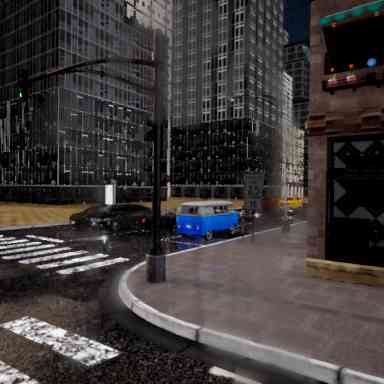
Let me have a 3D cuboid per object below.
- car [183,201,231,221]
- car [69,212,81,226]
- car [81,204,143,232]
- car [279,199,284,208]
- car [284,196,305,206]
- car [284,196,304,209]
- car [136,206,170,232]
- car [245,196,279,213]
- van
[{"bbox_3d":[1.301,1.487,27.502,1.994,1.385,4.181,1,1,35],"label":"car"},{"bbox_3d":[-5.909,1.467,21.851,1.947,1.339,4.313,1,1,36],"label":"car"},{"bbox_3d":[-3.971,1.466,20.102,1.812,1.442,4.674,1,1,37],"label":"car"},{"bbox_3d":[10.165,1.293,44.363,1.967,1.590,4.097,1,1,36],"label":"car"},{"bbox_3d":[16.495,1.363,53.232,1.752,1.417,4.829,1,1,36],"label":"car"},{"bbox_3d":[12.993,1.369,43.784,1.882,1.535,5.008,1,1,36],"label":"car"},{"bbox_3d":[-0.720,1.587,19.155,1.895,1.301,4.718,1,1,36],"label":"car"},{"bbox_3d":[7.131,1.258,35.637,2.097,1.767,4.553,1,1,36],"label":"car"},{"bbox_3d":[0.915,1.368,16.979,1.690,1.788,3.998,1,1,36],"label":"van"}]
